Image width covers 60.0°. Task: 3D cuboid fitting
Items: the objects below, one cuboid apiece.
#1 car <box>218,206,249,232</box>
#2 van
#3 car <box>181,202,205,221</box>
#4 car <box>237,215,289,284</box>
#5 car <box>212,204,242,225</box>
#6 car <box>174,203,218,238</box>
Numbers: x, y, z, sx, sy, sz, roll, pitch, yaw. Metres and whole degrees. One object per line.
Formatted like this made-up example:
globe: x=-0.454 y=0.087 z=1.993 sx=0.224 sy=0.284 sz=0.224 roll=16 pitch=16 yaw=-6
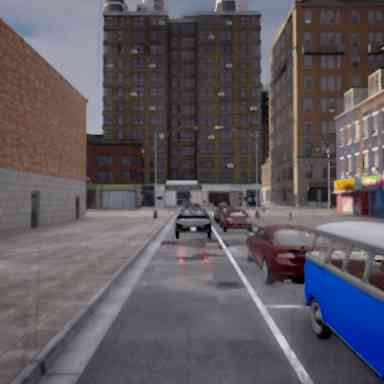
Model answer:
car: x=2.622 y=1.671 z=20.342 sx=1.802 sy=1.307 sz=4.206 roll=1 pitch=0 yaw=0
van: x=2.651 y=1.356 z=4.028 sx=1.690 sy=1.788 sz=3.998 roll=1 pitch=0 yaw=0
car: x=0.045 y=1.688 z=30.405 sx=2.033 sy=1.411 sz=5.357 roll=0 pitch=0 yaw=-1
car: x=2.639 y=1.581 z=9.466 sx=1.887 sy=1.381 sz=4.507 roll=1 pitch=0 yaw=0
car: x=2.614 y=1.699 z=25.781 sx=1.802 sy=1.307 sz=4.206 roll=1 pitch=0 yaw=0
car: x=0.072 y=1.565 z=18.095 sx=2.128 sy=1.511 sz=4.902 roll=0 pitch=-1 yaw=0
